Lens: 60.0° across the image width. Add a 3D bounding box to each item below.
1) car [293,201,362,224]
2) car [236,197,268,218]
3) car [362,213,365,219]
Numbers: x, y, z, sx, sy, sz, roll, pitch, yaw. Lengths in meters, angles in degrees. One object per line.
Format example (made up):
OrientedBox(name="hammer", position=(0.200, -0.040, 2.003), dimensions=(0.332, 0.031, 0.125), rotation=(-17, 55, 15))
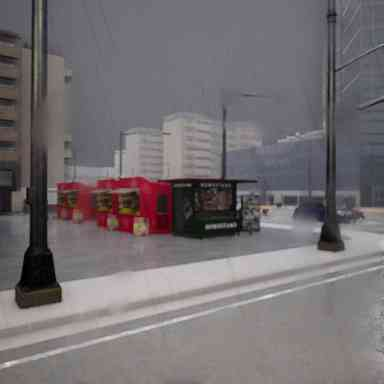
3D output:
OrientedBox(name="car", position=(10.151, 1.549, 25.681), dimensions=(2.097, 1.767, 4.553), rotation=(0, -1, -36))
OrientedBox(name="car", position=(4.513, 1.528, 33.449), dimensions=(2.150, 2.045, 5.566), rotation=(0, -1, -36))
OrientedBox(name="car", position=(12.049, 1.778, 29.026), dimensions=(2.033, 1.411, 5.357), rotation=(0, -1, -36))
